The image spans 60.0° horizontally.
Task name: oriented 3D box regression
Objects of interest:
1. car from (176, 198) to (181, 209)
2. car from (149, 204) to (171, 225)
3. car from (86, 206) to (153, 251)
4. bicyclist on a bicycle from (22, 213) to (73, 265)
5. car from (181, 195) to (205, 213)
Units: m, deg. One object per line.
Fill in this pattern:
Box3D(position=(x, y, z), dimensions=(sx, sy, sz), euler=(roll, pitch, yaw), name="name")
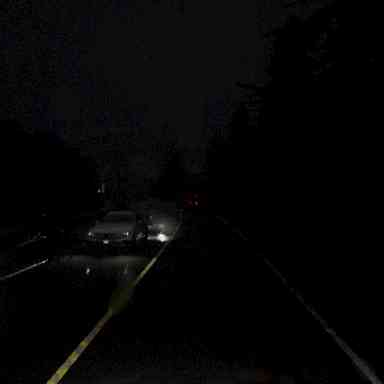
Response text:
Box3D(position=(-1.167, 1.630, 49.127), dimensions=(1.837, 1.490, 4.892), euler=(0, 0, -10), name="car")
Box3D(position=(-2.682, 1.623, 24.831), dimensions=(1.994, 1.385, 4.181), euler=(0, 0, 1), name="car")
Box3D(position=(-3.073, 1.559, 14.528), dimensions=(1.812, 1.442, 4.674), euler=(0, 0, 2), name="car")
Box3D(position=(-4.546, 1.476, 10.423), dimensions=(1.656, 1.620, 0.582), euler=(-2, 0, 3), name="bicyclist on a bicycle")
Box3D(position=(0.238, 1.321, 38.727), dimensions=(2.150, 2.045, 5.566), euler=(0, 0, -5), name="car")
